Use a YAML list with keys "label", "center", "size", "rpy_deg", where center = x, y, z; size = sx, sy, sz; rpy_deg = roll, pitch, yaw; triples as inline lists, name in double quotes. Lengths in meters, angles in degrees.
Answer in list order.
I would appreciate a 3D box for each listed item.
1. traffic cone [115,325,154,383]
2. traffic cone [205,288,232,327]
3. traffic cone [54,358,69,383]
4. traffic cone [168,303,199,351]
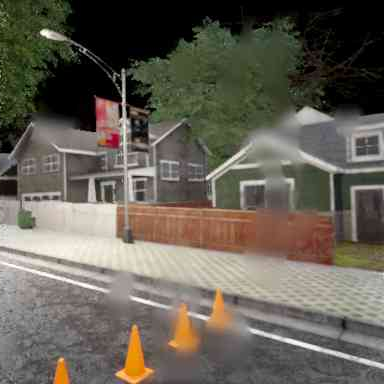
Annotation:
- label: "traffic cone"
  center: [-0.703, 1.935, 4.076]
  size: [0.340, 0.580, 0.340]
  rpy_deg: [1, 0, 36]
- label: "traffic cone"
  center: [0.459, 1.936, 5.699]
  size: [0.340, 0.580, 0.340]
  rpy_deg: [1, 0, 36]
- label: "traffic cone"
  center: [-1.283, 1.935, 3.263]
  size: [0.340, 0.580, 0.340]
  rpy_deg: [1, 0, 36]
- label: "traffic cone"
  center: [-0.121, 1.936, 4.889]
  size: [0.340, 0.580, 0.340]
  rpy_deg: [1, 0, 36]
